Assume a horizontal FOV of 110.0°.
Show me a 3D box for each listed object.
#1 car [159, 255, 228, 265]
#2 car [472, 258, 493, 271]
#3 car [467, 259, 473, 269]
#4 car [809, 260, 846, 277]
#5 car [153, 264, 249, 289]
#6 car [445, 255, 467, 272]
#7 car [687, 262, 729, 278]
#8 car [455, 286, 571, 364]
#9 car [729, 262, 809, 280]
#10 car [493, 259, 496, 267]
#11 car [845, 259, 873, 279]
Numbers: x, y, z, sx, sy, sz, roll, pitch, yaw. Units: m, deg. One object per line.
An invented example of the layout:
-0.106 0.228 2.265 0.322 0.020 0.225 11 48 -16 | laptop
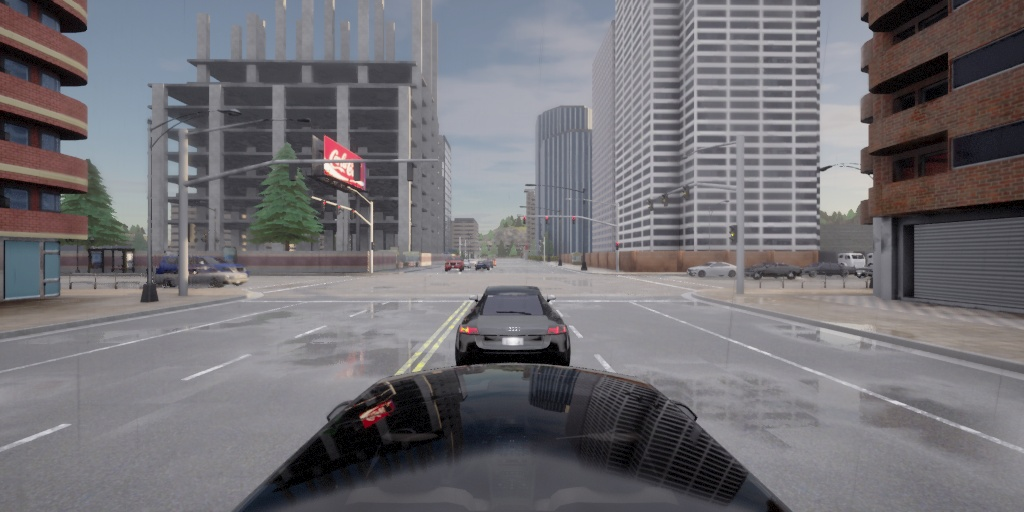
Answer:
-22.578 0.971 26.244 5.566 2.045 2.150 0 0 -1 | car
-4.048 1.351 50.038 1.895 1.301 4.718 0 0 -1 | car
-7.605 1.275 57.265 1.812 1.442 4.674 0 0 0 | car
29.671 1.297 34.210 5.357 1.411 2.033 0 0 -1 | car
-19.545 1.351 22.726 4.718 1.301 1.895 0 0 0 | car
-7.558 0.971 47.587 2.150 2.045 5.566 0 0 -4 | car
19.089 1.276 34.042 4.674 1.442 1.812 0 0 -1 | car
0.011 1.314 7.655 1.994 1.385 4.181 0 0 0 | car
21.854 1.241 30.601 4.902 1.511 2.128 0 0 -1 | car
-4.122 1.314 59.963 1.994 1.385 4.181 0 0 0 | car
32.227 1.241 30.739 4.902 1.511 2.128 0 0 -1 | car
